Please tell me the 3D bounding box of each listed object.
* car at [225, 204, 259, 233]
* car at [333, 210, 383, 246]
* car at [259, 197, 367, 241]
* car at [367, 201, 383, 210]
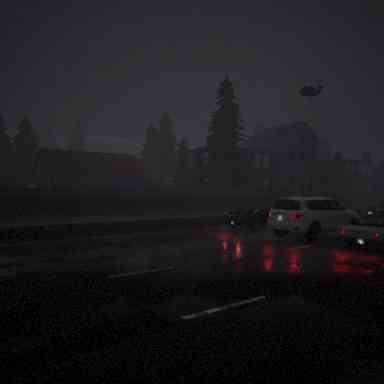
[{"bbox_3d":[4.204,1.495,19.765,4.902,1.511,2.128,0,0,-35],"label":"car"},{"bbox_3d":[8.293,1.616,14.084,4.718,1.301,1.895,0,0,-35],"label":"car"},{"bbox_3d":[6.261,1.258,16.933,5.566,2.045,2.150,0,0,-35],"label":"car"},{"bbox_3d":[16.416,1.533,28.476,4.674,1.442,1.812,0,0,-35],"label":"car"}]
